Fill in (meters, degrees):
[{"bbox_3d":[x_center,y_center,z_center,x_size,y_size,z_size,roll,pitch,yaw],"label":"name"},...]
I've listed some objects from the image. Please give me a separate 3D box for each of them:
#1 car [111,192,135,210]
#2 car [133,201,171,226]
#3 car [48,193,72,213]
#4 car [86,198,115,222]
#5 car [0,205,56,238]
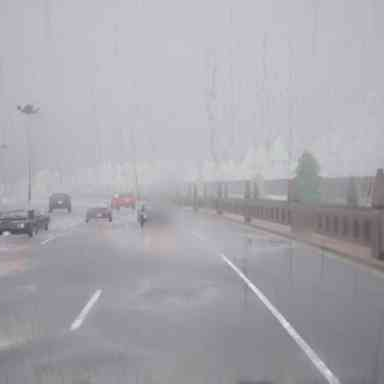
[{"bbox_3d":[-8.271,1.064,39.764,2.150,2.045,5.566,0,0,-22],"label":"car"},{"bbox_3d":[-2.716,1.501,22.526,1.895,1.301,4.718,0,0,-13],"label":"car"},{"bbox_3d":[-14.251,1.128,35.940,2.150,2.045,5.566,0,0,-22],"label":"car"},{"bbox_3d":[-7.123,1.436,25.567,1.812,1.442,4.674,0,0,-15],"label":"car"},{"bbox_3d":[-8.729,1.559,17.171,1.895,1.301,4.718,0,0,-10],"label":"car"}]
